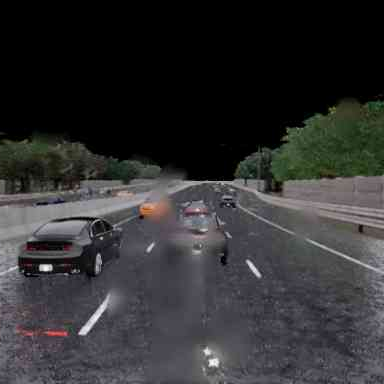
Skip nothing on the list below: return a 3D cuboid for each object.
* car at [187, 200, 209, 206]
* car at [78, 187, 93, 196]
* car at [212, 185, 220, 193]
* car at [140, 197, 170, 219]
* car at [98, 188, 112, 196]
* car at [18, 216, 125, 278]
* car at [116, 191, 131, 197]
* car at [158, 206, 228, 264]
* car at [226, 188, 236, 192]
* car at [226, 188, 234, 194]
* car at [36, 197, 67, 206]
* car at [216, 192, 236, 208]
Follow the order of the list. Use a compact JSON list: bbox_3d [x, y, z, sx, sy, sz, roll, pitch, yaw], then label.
[{"bbox_3d":[0.501,1.417,29.348,1.994,1.385,4.181,0,1,1],"label":"car"},{"bbox_3d":[-21.881,-0.125,68.387,2.097,1.767,4.553,0,2,0],"label":"car"},{"bbox_3d":[6.646,-0.344,88.792,2.033,1.411,5.357,0,2,3],"label":"car"},{"bbox_3d":[-3.029,1.223,28.136,2.097,1.767,4.553,0,1,1],"label":"car"},{"bbox_3d":[-18.817,-0.004,71.794,2.128,1.511,4.902,0,2,3],"label":"car"},{"bbox_3d":[-3.339,1.494,10.066,1.837,1.490,4.892,0,0,0],"label":"car"},{"bbox_3d":[-12.437,0.605,60.543,1.882,1.535,5.008,0,2,3],"label":"car"},{"bbox_3d":[0.179,1.479,11.711,2.128,1.511,4.902,0,0,1],"label":"car"},{"bbox_3d":[9.451,0.005,78.400,1.812,1.442,4.674,0,2,5],"label":"car"},{"bbox_3d":[10.126,-0.325,88.331,1.994,1.385,4.181,0,2,3],"label":"car"},{"bbox_3d":[-16.878,1.268,40.004,1.895,1.301,4.718,0,1,2],"label":"car"},{"bbox_3d":[4.250,1.118,40.897,1.837,1.490,4.892,0,1,2],"label":"car"}]
